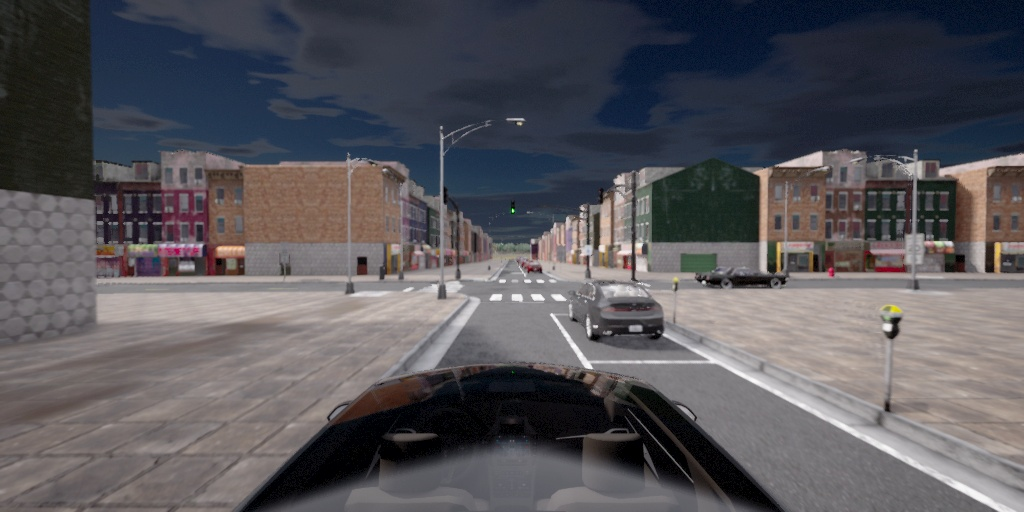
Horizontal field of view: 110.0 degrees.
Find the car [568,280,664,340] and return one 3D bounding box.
[{"bbox_3d":[2.636,1.306,9.795,2.007,1.370,4.403,0,0,0],"label":"car"}]

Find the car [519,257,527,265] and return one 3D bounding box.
[{"bbox_3d":[2.633,1.359,64.370,1.888,1.381,4.507,0,0,0],"label":"car"}]

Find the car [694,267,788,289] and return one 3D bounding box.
[{"bbox_3d":[13.901,1.309,21.842,4.718,1.301,1.895,0,1,0],"label":"car"}]

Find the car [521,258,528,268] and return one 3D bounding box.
[{"bbox_3d":[2.634,1.383,53.305,1.802,1.307,4.207,0,0,0],"label":"car"}]

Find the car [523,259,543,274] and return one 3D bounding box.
[{"bbox_3d":[2.634,1.333,42.240,1.888,1.381,4.507,0,0,0],"label":"car"}]
